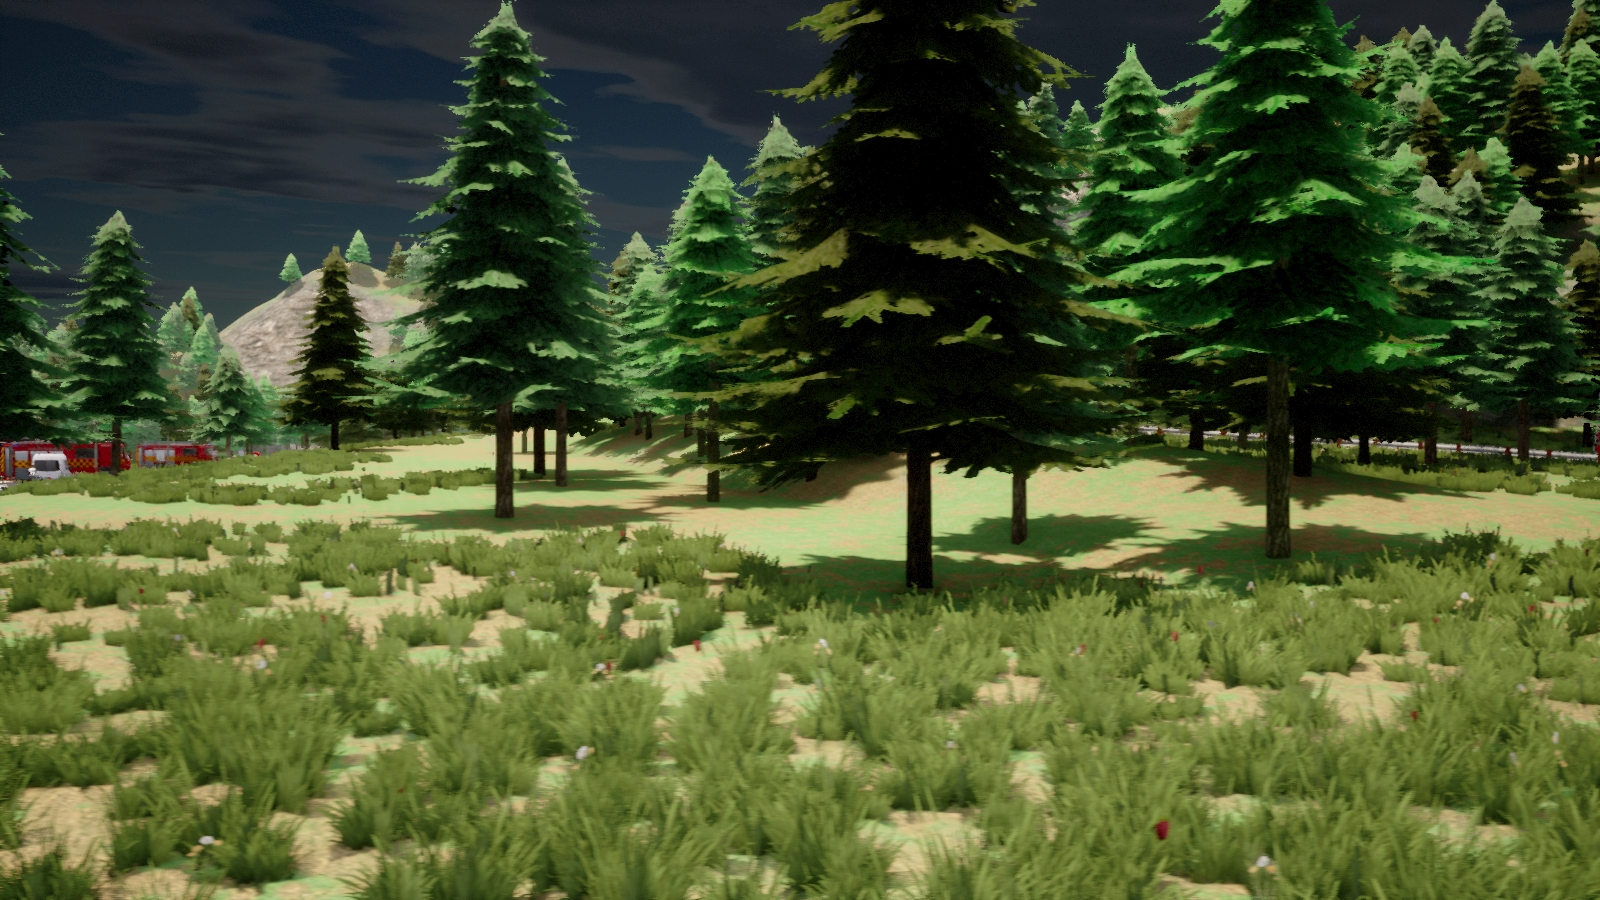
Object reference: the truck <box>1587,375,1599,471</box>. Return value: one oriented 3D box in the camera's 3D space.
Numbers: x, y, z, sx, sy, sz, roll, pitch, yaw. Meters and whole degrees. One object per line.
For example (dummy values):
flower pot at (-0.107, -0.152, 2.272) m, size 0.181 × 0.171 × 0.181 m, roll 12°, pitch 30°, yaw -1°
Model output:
truck at (36.013, -0.720, 44.513) m, size 8.468 × 3.827 × 2.891 m, roll 7°, pitch 5°, yaw 34°
